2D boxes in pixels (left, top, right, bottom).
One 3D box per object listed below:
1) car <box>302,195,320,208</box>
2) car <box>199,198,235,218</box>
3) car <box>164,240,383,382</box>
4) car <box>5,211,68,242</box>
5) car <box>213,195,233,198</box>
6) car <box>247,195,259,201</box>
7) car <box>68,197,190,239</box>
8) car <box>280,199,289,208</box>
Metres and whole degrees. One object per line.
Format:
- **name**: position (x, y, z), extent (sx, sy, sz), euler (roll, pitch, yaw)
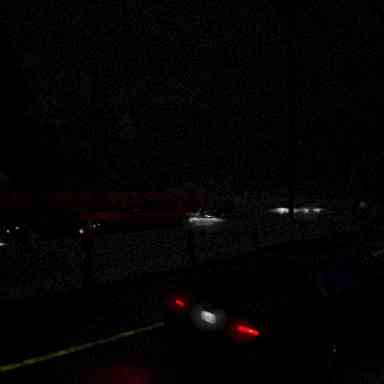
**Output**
- **car**: position (18.289, 1.418, 51.239), extent (2.150, 2.045, 5.566), euler (0, 0, 13)
- **car**: position (2.548, 1.636, 32.338), extent (1.837, 1.490, 4.892), euler (0, 0, 33)
- **car**: position (2.108, 1.570, 5.654), extent (5.357, 1.411, 2.033), euler (0, 0, -40)
- **car**: position (-6.955, 1.638, 16.645), extent (4.181, 1.385, 1.994), euler (0, 0, -41)
- **car**: position (3.639, 1.387, 41.091), extent (2.150, 2.045, 5.566), euler (0, 0, 26)
- **car**: position (13.070, 1.399, 71.700), extent (1.837, 1.490, 4.892), euler (0, 0, -5)
- **car**: position (-2.578, 1.288, 15.729), extent (5.566, 2.045, 2.150), euler (0, 0, -43)
- **car**: position (15.008, 1.805, 52.578), extent (1.895, 1.301, 4.718), euler (0, 0, 12)
